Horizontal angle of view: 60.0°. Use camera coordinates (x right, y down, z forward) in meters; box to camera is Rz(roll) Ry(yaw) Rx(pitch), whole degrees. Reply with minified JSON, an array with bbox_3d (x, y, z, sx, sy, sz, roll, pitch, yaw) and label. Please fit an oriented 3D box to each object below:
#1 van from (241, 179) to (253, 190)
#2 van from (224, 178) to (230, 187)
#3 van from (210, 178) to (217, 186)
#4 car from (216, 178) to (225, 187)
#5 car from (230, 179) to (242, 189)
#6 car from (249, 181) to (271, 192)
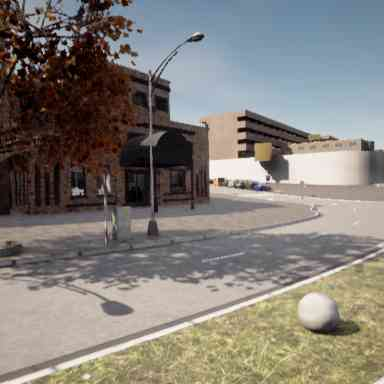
[{"bbox_3d":[13.030,-1.417,70.464,1.878,1.987,4.442,6,6,40],"label":"van"},{"bbox_3d":[9.933,-1.917,75.478,1.878,1.987,4.442,6,6,40],"label":"van"},{"bbox_3d":[7.118,-2.436,80.863,1.878,1.987,4.442,5,6,40],"label":"van"},{"bbox_3d":[8.502,-2.076,78.156,2.185,1.767,4.553,6,6,40],"label":"car"},{"bbox_3d":[11.467,-1.691,72.944,2.435,2.045,5.566,6,6,40],"label":"car"},{"bbox_3d":[14.419,-0.934,67.790,2.097,1.535,5.008,6,6,40],"label":"car"}]
